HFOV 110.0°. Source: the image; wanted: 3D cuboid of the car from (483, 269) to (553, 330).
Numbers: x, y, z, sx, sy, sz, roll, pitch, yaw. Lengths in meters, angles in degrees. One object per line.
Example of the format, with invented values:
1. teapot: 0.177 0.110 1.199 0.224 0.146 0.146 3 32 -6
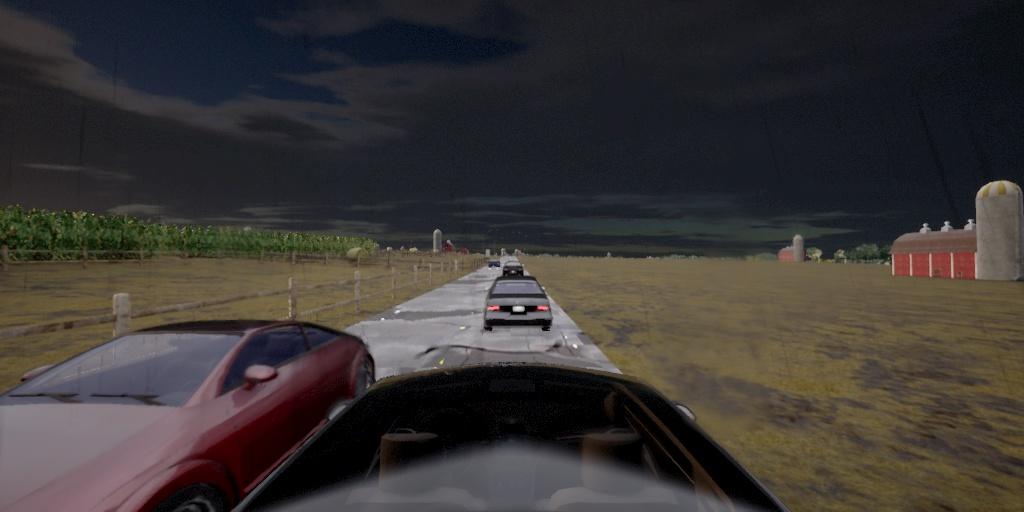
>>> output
1. car: 0.116 1.312 11.093 2.033 1.411 5.357 0 0 -1

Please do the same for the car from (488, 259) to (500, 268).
1. car: -2.763 1.142 56.676 2.033 1.411 5.357 0 0 0

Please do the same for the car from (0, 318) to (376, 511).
1. car: -2.850 1.318 3.232 1.994 1.385 4.181 0 0 0

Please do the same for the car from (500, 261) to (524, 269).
1. car: 0.107 1.204 33.617 1.882 1.535 5.008 0 0 0
